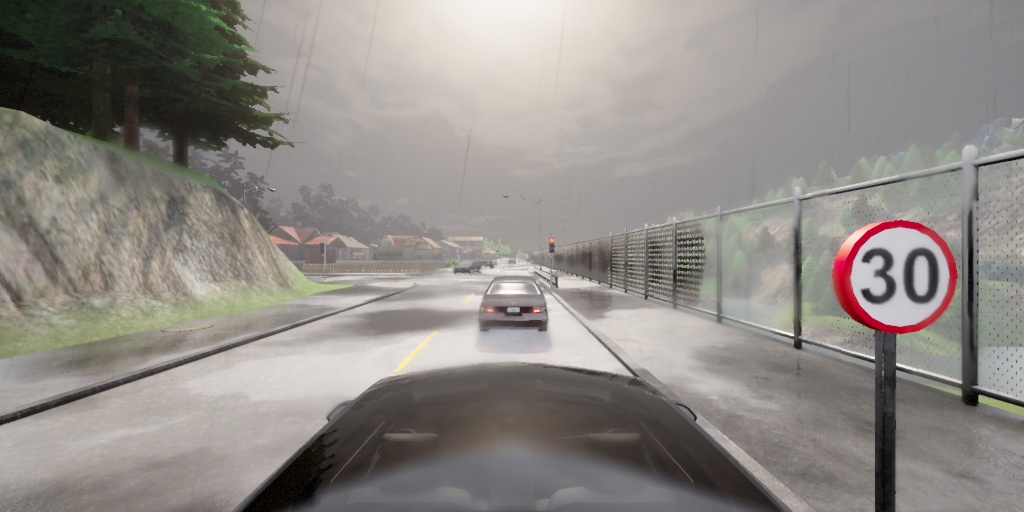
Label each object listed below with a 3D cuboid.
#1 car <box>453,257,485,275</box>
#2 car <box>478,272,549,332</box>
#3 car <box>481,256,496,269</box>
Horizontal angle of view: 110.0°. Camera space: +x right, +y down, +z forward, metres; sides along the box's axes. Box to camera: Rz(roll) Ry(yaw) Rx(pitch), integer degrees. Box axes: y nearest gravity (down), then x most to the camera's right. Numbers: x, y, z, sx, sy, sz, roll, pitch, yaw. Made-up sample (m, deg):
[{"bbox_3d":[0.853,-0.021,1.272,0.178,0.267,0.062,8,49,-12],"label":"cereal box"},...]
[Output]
[{"bbox_3d":[-4.764,1.227,39.017,1.882,1.535,5.008,0,0,11],"label":"car"},{"bbox_3d":[0.052,1.297,10.835,2.033,1.411,5.357,0,0,0],"label":"car"},{"bbox_3d":[-4.066,0.973,56.502,2.150,2.045,5.566,0,0,0],"label":"car"}]
